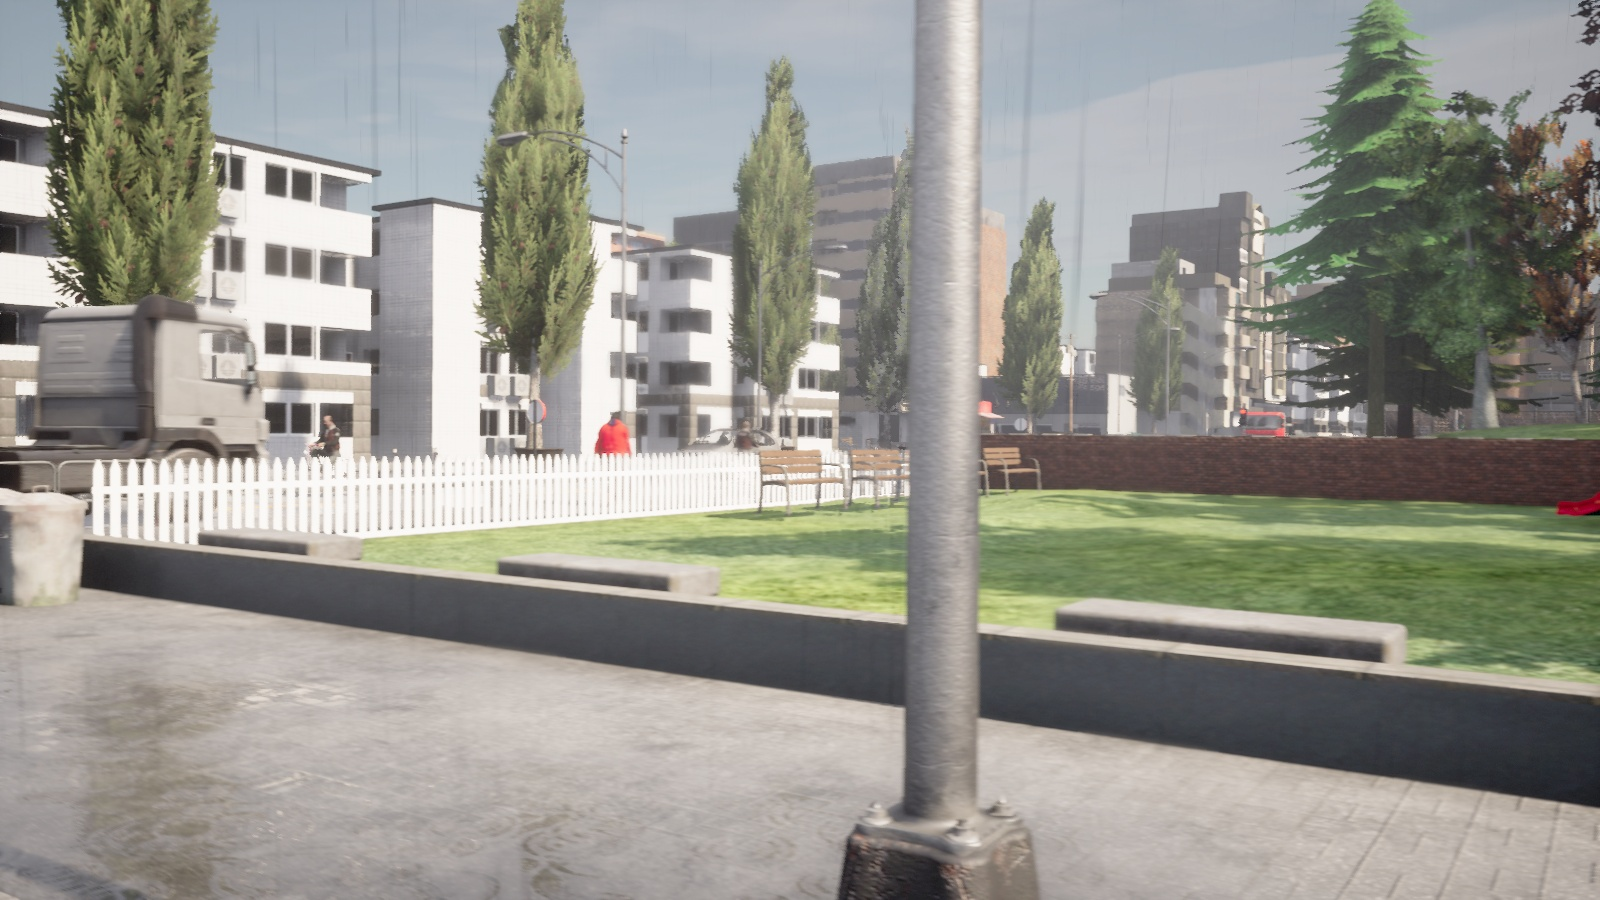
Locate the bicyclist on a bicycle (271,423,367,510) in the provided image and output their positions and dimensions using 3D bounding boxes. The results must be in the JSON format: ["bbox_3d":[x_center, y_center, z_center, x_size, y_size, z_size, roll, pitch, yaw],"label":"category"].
[{"bbox_3d":[-10.258,0.329,26.835,0.659,1.776,1.843,0,1,34],"label":"bicyclist on a bicycle"}]

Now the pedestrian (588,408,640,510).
[{"bbox_3d":[-3.416,0.157,23.106,0.634,1.844,0.899,0,1,14],"label":"pedestrian"}]

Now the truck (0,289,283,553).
[{"bbox_3d":[-11.478,-0.390,17.831,2.891,3.462,7.936,0,1,22],"label":"truck"}]

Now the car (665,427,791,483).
[{"bbox_3d":[-2.184,0.118,38.936,1.851,1.617,3.988,0,1,34],"label":"car"}]
